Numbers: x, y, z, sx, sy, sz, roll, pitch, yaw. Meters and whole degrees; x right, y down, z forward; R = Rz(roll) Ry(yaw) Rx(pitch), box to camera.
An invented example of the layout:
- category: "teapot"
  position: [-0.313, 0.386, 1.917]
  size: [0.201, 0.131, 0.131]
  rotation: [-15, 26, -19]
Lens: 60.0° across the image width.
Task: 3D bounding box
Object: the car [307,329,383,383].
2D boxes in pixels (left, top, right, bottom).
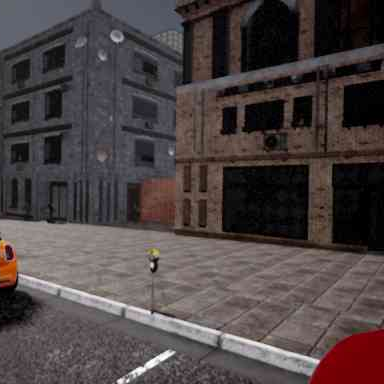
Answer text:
- category: "car"
  position: [2.762, 1.318, 0.826]
  size: [5.009, 1.841, 2.192]
  rotation: [0, 1, 36]

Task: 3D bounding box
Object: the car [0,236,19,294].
- category: "car"
  position: [-5.973, 1.338, 7.576]
  size: [4.553, 1.767, 2.097]
  rotation: [0, 0, 36]
